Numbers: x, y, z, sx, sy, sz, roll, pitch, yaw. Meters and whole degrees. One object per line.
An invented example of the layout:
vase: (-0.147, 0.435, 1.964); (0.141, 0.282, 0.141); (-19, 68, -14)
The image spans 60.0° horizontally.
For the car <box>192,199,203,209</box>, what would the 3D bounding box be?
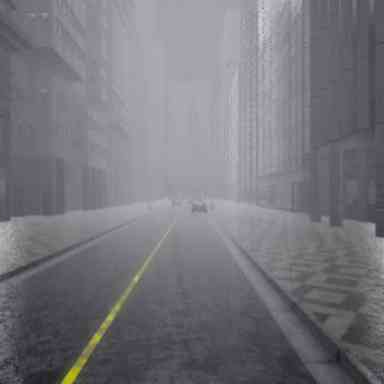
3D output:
car: (0.916, 2.040, 58.035); (1.801, 1.575, 5.366); (0, -1, 0)

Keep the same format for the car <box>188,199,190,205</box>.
car: (0.021, 2.224, 78.099); (1.895, 1.301, 4.718); (0, -1, 0)

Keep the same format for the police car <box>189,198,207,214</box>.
police car: (0.912, 1.847, 41.955); (1.930, 1.638, 5.238); (0, -1, 0)

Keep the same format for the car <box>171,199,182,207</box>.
car: (-2.998, 2.162, 65.312); (1.837, 1.490, 4.892); (0, -1, 0)

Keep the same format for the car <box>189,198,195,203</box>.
car: (0.025, 2.306, 93.069); (1.812, 1.442, 4.674); (0, -1, 0)

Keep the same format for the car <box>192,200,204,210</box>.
car: (0.914, 2.000, 51.845); (1.882, 1.535, 5.008); (0, -1, 0)
